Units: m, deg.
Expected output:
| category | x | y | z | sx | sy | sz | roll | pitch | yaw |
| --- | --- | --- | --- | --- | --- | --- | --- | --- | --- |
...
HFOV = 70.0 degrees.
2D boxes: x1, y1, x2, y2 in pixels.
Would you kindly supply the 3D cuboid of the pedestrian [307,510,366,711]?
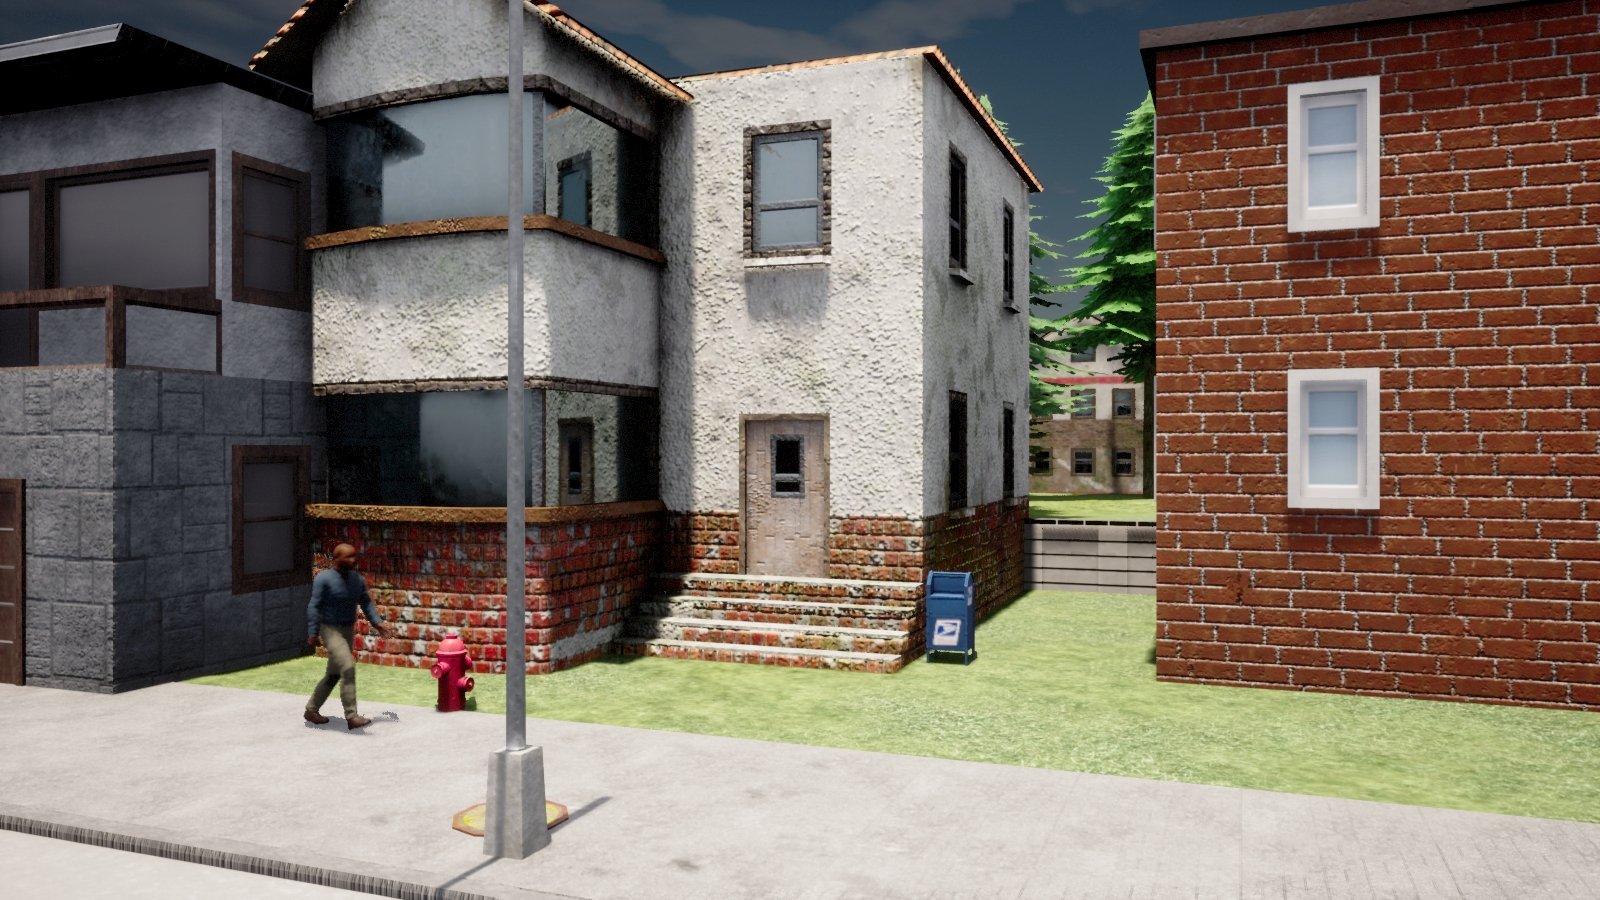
| category | x | y | z | sx | sy | sz | roll | pitch | yaw |
| --- | --- | --- | --- | --- | --- | --- | --- | --- | --- |
| pedestrian | -4.461 | 1.524 | 11.007 | 0.375 | 1.860 | 0.375 | 0 | 0 | 27 |
